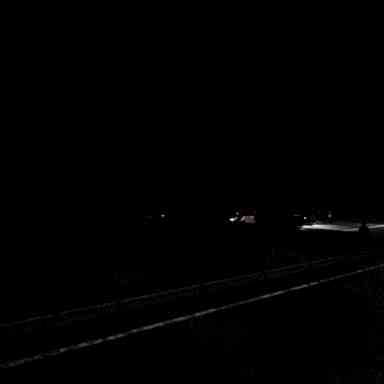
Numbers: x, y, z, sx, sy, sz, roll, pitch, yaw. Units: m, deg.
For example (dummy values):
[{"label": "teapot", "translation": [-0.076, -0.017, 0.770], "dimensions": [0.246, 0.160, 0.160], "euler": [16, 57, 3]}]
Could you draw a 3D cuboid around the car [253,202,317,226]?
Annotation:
[{"label": "car", "translation": [6.580, 1.651, 24.583], "dimensions": [1.994, 1.385, 4.181], "euler": [0, -1, -39]}]

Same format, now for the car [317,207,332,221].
[{"label": "car", "translation": [8.938, 1.586, 27.233], "dimensions": [2.128, 1.511, 4.902], "euler": [0, -1, -39]}]

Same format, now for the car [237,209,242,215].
[{"label": "car", "translation": [2.687, 1.787, 34.647], "dimensions": [2.033, 1.411, 5.357], "euler": [0, -1, -42]}]
